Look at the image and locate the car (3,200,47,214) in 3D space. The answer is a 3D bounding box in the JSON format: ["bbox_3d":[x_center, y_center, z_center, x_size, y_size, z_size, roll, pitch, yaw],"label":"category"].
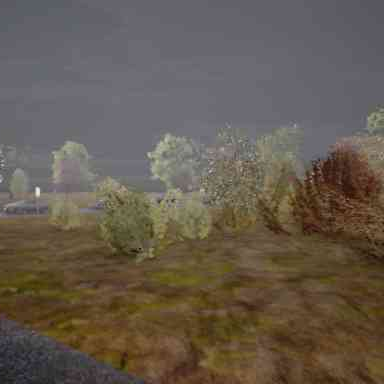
[{"bbox_3d":[-17.480,1.529,34.954,1.994,1.385,4.181,0,0,37],"label":"car"}]

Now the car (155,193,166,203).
[{"bbox_3d":[-5.013,1.198,51.241,2.150,2.045,5.566,0,0,39],"label":"car"}]

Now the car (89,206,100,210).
[{"bbox_3d":[-11.357,1.497,43.166,1.812,1.442,4.674,0,0,38],"label":"car"}]

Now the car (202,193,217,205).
[{"bbox_3d":[3.948,1.217,57.181,2.150,2.045,5.566,0,0,40],"label":"car"}]
